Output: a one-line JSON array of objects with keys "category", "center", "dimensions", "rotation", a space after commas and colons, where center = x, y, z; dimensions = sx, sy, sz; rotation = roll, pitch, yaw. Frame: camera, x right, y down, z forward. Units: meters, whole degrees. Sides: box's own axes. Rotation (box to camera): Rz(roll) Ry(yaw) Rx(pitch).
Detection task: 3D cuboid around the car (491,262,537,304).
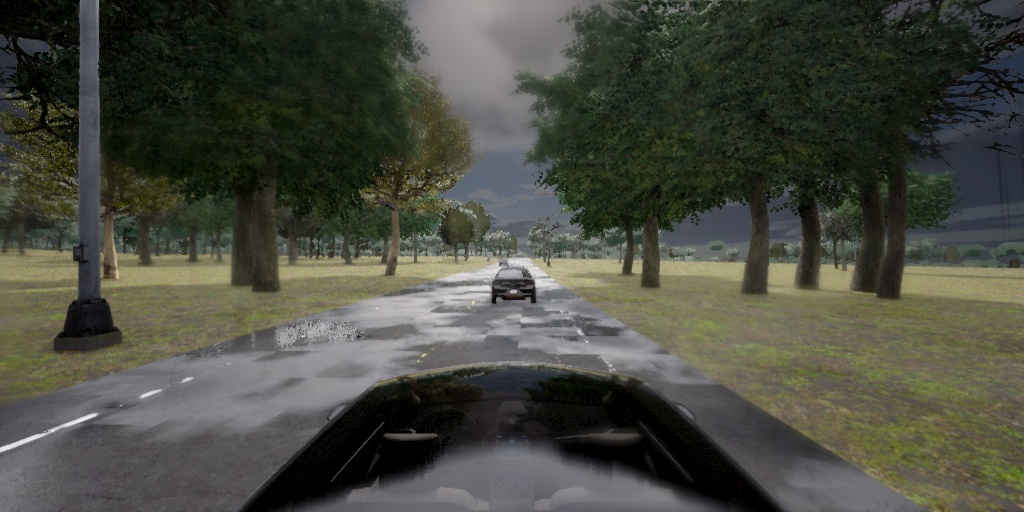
[{"category": "car", "center": [0.090, 1.242, 16.470], "dimensions": [1.882, 1.535, 5.008], "rotation": [0, 0, 1]}]
